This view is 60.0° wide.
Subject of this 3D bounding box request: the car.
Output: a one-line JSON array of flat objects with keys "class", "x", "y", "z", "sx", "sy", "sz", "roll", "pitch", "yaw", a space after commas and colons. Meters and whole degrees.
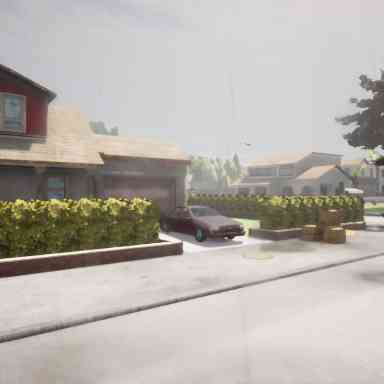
[{"class": "car", "x": 0.113, "y": 1.359, "z": 15.488, "sx": 2.033, "sy": 1.415, "sz": 5.357, "roll": 0, "pitch": 0, "yaw": -33}]
